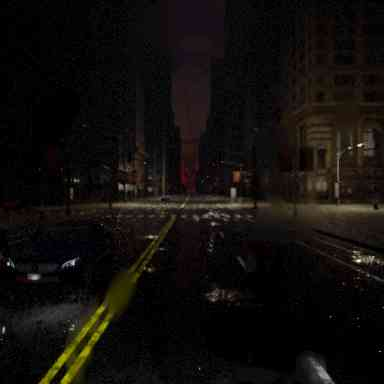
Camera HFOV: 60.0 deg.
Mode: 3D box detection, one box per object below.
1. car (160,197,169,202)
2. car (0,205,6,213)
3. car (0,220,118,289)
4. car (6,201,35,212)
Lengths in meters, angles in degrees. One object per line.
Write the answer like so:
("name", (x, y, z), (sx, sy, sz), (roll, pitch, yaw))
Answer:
("car", (-6.503, 1.802, 80.057), (1.895, 1.301, 4.718), (0, 0, 0))
("car", (-23.843, 1.954, 36.995), (4.829, 1.417, 1.752), (-1, 1, 0))
("car", (-3.347, 1.554, 9.391), (1.812, 1.442, 4.674), (0, 0, 0))
("car", (-23.983, 1.966, 45.523), (4.507, 1.381, 1.887), (-1, 1, 0))
